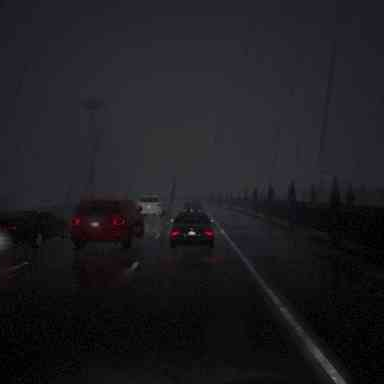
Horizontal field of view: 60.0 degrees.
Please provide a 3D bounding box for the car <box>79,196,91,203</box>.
[{"bbox_3d":[-22.084,1.551,68.576,1.994,1.385,4.181,0,0,-22],"label":"car"}]

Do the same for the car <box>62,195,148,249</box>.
[{"bbox_3d":[-3.500,1.258,14.680,2.150,2.045,5.566,0,0,0],"label":"car"}]

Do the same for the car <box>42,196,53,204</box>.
[{"bbox_3d":[-28.376,1.507,65.481,2.033,1.411,5.357,0,0,-22],"label":"car"}]

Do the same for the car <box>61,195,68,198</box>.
[{"bbox_3d":[-25.233,1.436,67.023,1.882,1.535,5.008,0,0,-22],"label":"car"}]

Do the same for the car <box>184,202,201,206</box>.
[{"bbox_3d":[0.000,1.564,29.650,2.033,1.411,5.357,0,0,0],"label":"car"}]

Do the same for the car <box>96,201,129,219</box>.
[{"bbox_3d":[-7.000,1.573,29.650,1.994,1.385,4.181,0,0,0],"label":"car"}]

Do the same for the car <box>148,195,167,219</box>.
[{"bbox_3d":[-3.500,1.258,29.680,2.150,2.045,5.566,0,0,0],"label":"car"}]

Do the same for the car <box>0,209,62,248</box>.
[{"bbox_3d":[-7.000,1.517,14.650,1.837,1.490,4.892,0,0,0],"label":"car"}]

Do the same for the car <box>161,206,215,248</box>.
[{"bbox_3d":[0.000,1.564,14.650,2.033,1.411,5.357,0,0,0],"label":"car"}]
